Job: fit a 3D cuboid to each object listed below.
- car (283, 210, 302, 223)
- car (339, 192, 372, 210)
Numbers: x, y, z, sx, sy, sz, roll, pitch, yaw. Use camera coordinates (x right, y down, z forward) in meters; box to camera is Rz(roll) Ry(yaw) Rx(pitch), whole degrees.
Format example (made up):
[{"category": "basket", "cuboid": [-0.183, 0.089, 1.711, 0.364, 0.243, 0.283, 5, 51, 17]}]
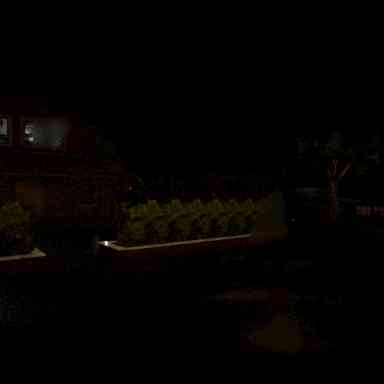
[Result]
[{"category": "car", "cuboid": [5.720, 1.601, 24.696, 1.895, 1.301, 4.718, 0, 0, -35]}, {"category": "car", "cuboid": [17.447, 0.985, 36.215, 3.866, 1.878, 1.905, 0, 0, 0]}]
